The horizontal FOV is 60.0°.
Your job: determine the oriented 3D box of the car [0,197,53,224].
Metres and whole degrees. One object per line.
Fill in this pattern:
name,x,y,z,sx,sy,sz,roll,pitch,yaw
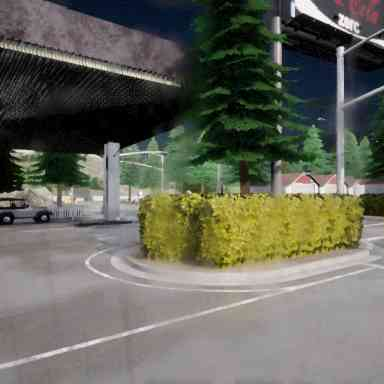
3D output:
car,-12.012,1.313,23.449,3.866,1.878,1.905,0,0,-36
